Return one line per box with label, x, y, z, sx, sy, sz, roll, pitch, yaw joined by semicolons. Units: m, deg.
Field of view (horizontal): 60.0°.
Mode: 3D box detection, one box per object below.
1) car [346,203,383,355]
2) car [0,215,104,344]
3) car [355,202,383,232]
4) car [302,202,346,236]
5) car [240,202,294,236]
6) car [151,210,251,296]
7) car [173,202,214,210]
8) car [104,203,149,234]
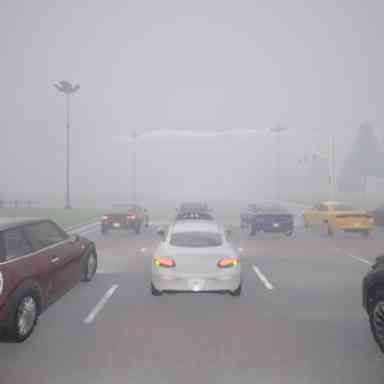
car;3.584;1.184;2.561;2.150;2.045;5.566;0;1;0
car;-3.417;1.259;6.431;2.097;1.767;4.553;0;1;0
car;10.605;1.307;16.850;2.033;1.411;5.357;0;1;0
car;7.106;1.239;16.775;1.882;1.535;5.008;0;0;0
car;3.603;1.239;16.736;1.882;1.535;5.008;0;1;0
car;0.092;1.408;8.189;1.812;1.442;4.674;0;1;0
car;0.103;1.259;17.268;1.837;1.490;4.892;0;1;0
car;-3.396;1.280;17.267;1.812;1.442;4.674;0;1;0
